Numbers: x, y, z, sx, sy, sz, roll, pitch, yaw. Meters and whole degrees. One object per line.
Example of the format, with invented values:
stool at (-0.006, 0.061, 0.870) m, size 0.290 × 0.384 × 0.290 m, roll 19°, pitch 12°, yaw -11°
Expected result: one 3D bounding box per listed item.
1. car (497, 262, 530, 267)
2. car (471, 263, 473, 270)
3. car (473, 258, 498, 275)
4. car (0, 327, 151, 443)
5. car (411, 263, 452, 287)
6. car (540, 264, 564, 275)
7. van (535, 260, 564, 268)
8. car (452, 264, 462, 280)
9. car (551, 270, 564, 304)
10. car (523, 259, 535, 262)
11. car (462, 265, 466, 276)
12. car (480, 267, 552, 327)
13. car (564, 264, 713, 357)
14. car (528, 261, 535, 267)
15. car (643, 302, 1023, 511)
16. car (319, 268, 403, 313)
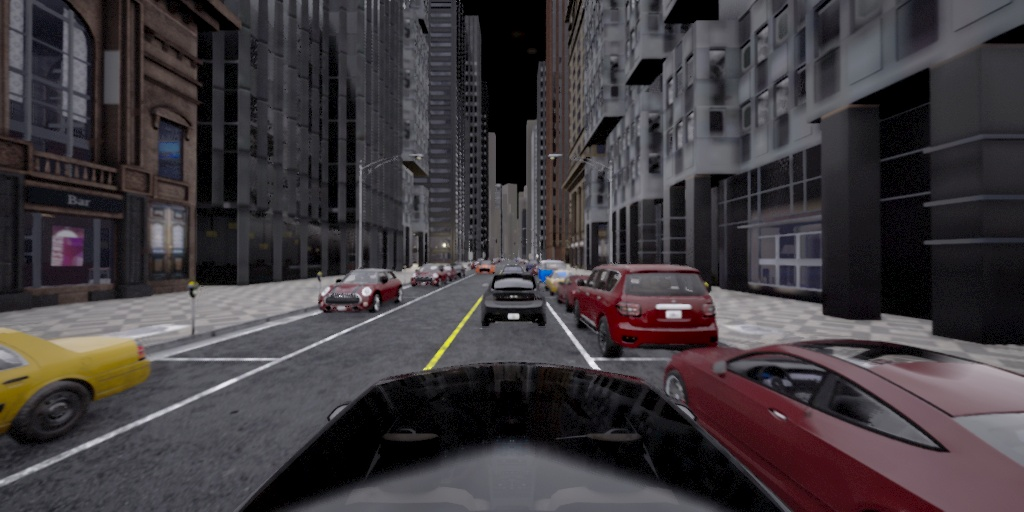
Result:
car at (0.073, 1.412, 27.737) m, size 2.033 × 1.411 × 5.357 m, roll 0°, pitch 0°, yaw 0°
car at (-5.746, 1.553, 58.921) m, size 1.888 × 1.381 × 4.507 m, roll 0°, pitch 0°, yaw 0°
car at (-3.083, 1.283, 42.473) m, size 2.097 × 1.767 × 4.553 m, roll 0°, pitch 0°, yaw 0°
car at (-5.762, 1.281, 2.734) m, size 1.751 × 1.417 × 4.829 m, roll 0°, pitch 0°, yaw 0°
car at (-5.756, 1.294, 25.312) m, size 1.967 × 1.591 × 4.097 m, roll 0°, pitch 0°, yaw 0°
car at (2.768, 1.354, 19.892) m, size 1.751 × 1.417 × 4.829 m, roll 0°, pitch 0°, yaw 0°
van at (2.769, 1.194, 25.324) m, size 1.690 × 1.789 × 3.998 m, roll 0°, pitch 0°, yaw 0°
car at (-5.754, 1.461, 30.913) m, size 1.802 × 1.307 × 4.207 m, roll 0°, pitch 0°, yaw 0°
car at (2.766, 1.386, 14.121) m, size 1.802 × 1.307 × 4.207 m, roll 0°, pitch 0°, yaw 0°
car at (3.013, 1.322, 50.934) m, size 2.097 × 1.767 × 4.553 m, roll 0°, pitch 0°, yaw 0°
car at (-5.753, 1.470, 36.515) m, size 1.948 × 1.339 × 4.313 m, roll 0°, pitch 0°, yaw 0°
car at (0.060, 1.300, 11.701) m, size 1.837 × 1.490 × 4.892 m, roll 0°, pitch 0°, yaw 0°
car at (2.765, 1.094, 8.518) m, size 2.192 × 1.841 × 5.009 m, roll 0°, pitch 0°, yaw 0°
car at (2.772, 1.486, 36.529) m, size 1.802 × 1.307 × 4.207 m, roll 0°, pitch 0°, yaw 0°
car at (2.763, 1.337, 2.916) m, size 1.802 × 1.307 × 4.207 m, roll 0°, pitch 0°, yaw 0°
car at (-5.759, 1.244, 14.109) m, size 1.967 × 1.591 × 4.097 m, roll 0°, pitch 0°, yaw 0°
